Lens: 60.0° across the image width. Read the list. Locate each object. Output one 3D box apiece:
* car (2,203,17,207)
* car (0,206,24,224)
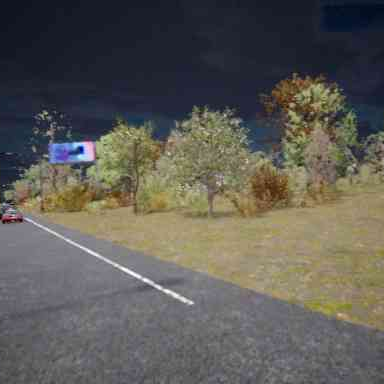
[{"bbox_3d":[-25.118,2.622,45.734,2.150,2.045,5.566,-3,0,-30],"label":"car"},{"bbox_3d":[-19.860,2.670,36.874,1.994,1.385,4.181,-3,0,-30],"label":"car"}]
